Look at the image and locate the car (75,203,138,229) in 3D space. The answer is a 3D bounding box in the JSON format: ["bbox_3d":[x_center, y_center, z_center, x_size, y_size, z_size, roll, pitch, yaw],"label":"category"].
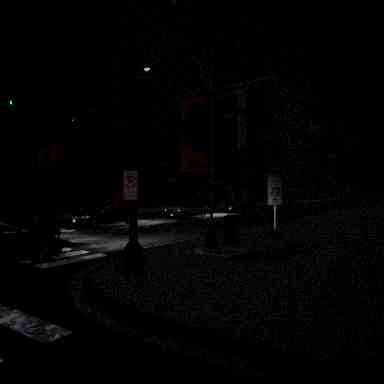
[{"bbox_3d":[-5.780,1.512,22.332,2.128,1.511,4.902,0,0,36],"label":"car"}]

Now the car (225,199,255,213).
[{"bbox_3d":[5.604,1.550,38.432,2.128,1.511,4.902,0,0,35],"label":"car"}]

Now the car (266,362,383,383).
[{"bbox_3d":[2.199,1.551,1.278,4.403,1.369,2.008,0,0,36],"label":"car"}]

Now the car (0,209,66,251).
[{"bbox_3d":[-7.758,1.538,13.587,1.812,1.442,4.674,0,0,35],"label":"car"}]

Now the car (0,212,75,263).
[{"bbox_3d":[-6.351,1.502,9.929,2.128,1.511,4.902,0,0,35],"label":"car"}]

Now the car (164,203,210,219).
[{"bbox_3d":[-0.422,1.638,29.939,1.895,1.301,4.718,0,0,36],"label":"car"}]
